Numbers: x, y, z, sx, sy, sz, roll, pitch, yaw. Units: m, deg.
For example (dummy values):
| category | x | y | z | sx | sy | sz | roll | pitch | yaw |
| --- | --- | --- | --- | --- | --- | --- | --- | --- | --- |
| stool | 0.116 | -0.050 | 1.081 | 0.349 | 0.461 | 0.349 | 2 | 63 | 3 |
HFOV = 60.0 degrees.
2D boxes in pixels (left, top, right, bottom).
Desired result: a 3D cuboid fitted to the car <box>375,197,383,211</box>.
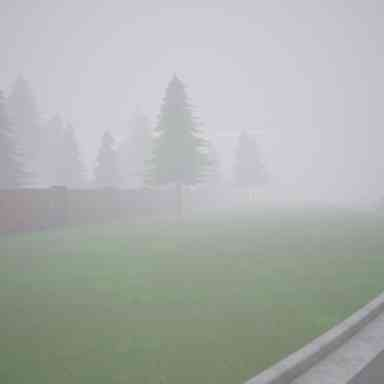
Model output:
| category | x | y | z | sx | sy | sz | roll | pitch | yaw |
| --- | --- | --- | --- | --- | --- | --- | --- | --- | --- |
| car | 19.842 | 1.189 | 33.346 | 1.812 | 1.442 | 4.674 | -1 | 0 | 14 |
